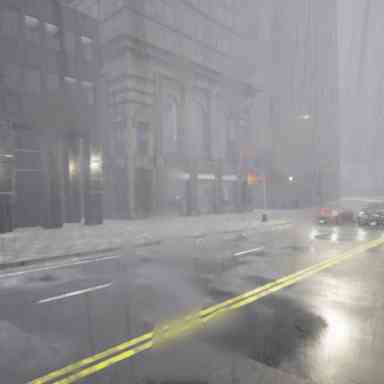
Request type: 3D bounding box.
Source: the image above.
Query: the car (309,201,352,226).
[{"bbox_3d":[10.562,1.507,24.949,2.097,1.767,4.553,-1,-1,42],"label":"car"}]

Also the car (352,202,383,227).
[{"bbox_3d":[12.983,1.454,22.783,2.097,1.767,4.553,-1,-1,42],"label":"car"}]
